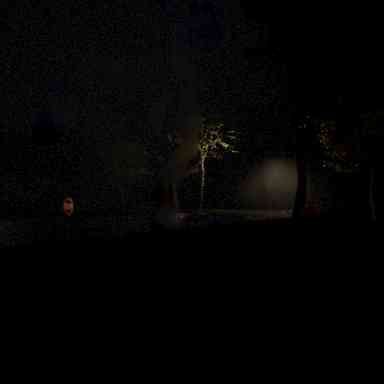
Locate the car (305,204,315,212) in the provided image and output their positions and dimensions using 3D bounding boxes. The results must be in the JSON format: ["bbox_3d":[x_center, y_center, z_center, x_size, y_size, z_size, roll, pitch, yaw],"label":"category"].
[{"bbox_3d":[27.061,3.521,76.657,2.097,1.767,4.553,2,0,30],"label":"car"}]

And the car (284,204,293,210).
[{"bbox_3d":[23.144,3.529,78.378,1.837,1.490,4.892,2,0,36],"label":"car"}]

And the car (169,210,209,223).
[{"bbox_3d":[-0.188,2.428,33.723,1.895,1.301,4.718,2,-1,36],"label":"car"}]
